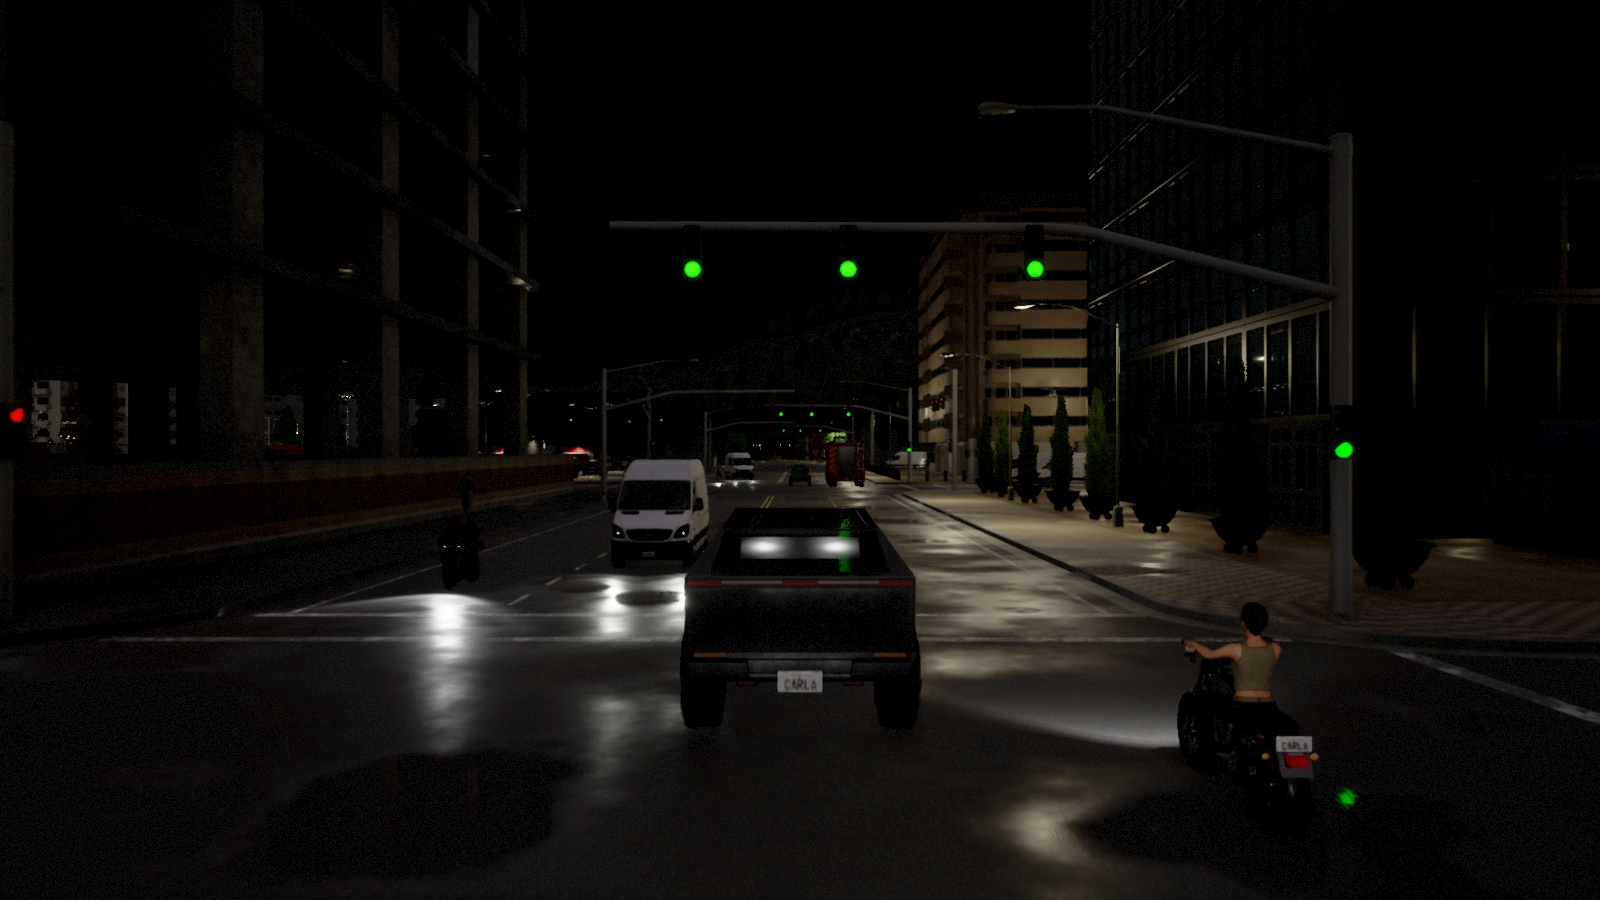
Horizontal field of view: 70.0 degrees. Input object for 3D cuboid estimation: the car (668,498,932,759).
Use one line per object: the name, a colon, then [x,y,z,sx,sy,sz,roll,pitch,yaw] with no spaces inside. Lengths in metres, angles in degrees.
car: [0.001,1.751,13.476,2.390,2.098,6.274,0,0,0]

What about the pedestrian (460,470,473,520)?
pedestrian: [-12.612,1.689,43.158,0.375,1.860,0.375,0,0,3]

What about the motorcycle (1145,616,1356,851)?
motorcycle: [3.503,2.153,9.163,0.764,1.307,2.356,0,0,0]

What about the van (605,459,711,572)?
van: [-3.494,1.529,29.292,1.988,2.561,5.915,0,0,0]
